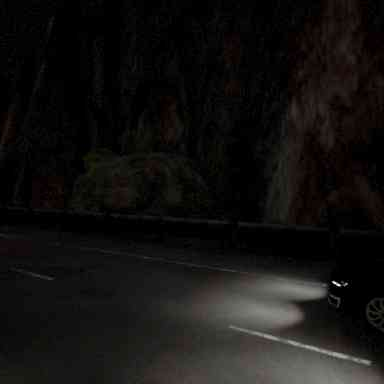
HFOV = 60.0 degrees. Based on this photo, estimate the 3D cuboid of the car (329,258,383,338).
[{"bbox_3d":[4.666,1.504,4.963,4.892,1.490,1.837,0,0,35],"label":"car"}]
